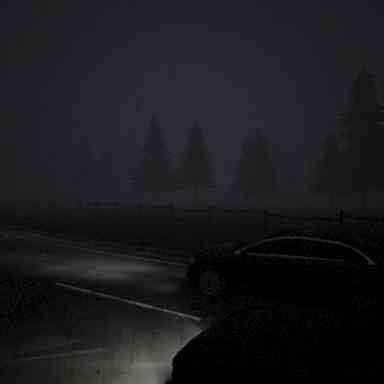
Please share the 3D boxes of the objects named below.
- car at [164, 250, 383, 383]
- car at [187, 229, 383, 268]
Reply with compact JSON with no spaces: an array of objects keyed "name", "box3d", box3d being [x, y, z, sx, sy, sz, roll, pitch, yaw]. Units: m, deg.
[{"name":"car","box3d":[2.355,1.556,2.316,5.357,1.411,2.033,0,0,34]},{"name":"car","box3d":[2.131,1.505,6.752,4.902,1.511,2.128,0,0,34]}]
